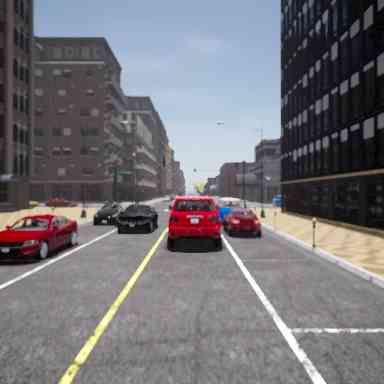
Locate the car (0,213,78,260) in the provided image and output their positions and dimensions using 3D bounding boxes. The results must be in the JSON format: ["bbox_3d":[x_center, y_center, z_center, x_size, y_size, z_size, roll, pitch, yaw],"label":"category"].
[{"bbox_3d":[-5.685,1.534,12.391,1.887,1.381,4.507,0,0,0],"label":"car"}]

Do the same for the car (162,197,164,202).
[{"bbox_3d":[-5.676,1.511,73.898,1.752,1.417,4.829,0,0,0],"label":"car"}]

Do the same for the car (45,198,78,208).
[{"bbox_3d":[-17.458,1.499,44.556,4.206,1.307,1.802,0,0,0],"label":"car"}]

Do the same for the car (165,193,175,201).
[{"bbox_3d":[-5.673,1.309,85.147,2.192,1.841,5.009,0,0,0],"label":"car"}]

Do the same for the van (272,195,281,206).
[{"bbox_3d":[14.908,1.384,53.011,3.998,1.788,1.690,0,0,0],"label":"van"}]

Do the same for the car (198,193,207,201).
[{"bbox_3d":[2.707,1.309,85.146,2.192,1.841,5.009,0,0,0],"label":"car"}]

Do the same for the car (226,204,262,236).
[{"bbox_3d":[2.664,1.568,18.053,1.802,1.307,4.206,0,0,0],"label":"car"}]

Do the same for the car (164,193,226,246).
[{"bbox_3d":[0.102,1.207,15.268,2.150,2.045,5.566,0,0,0],"label":"car"}]

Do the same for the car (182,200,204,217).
[{"bbox_3d":[0.107,1.526,32.754,2.033,1.411,5.357,0,0,0],"label":"car"}]

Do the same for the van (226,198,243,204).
[{"bbox_3d":[2.665,1.323,23.742,1.690,1.788,3.998,0,0,0],"label":"van"}]

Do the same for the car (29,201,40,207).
[{"bbox_3d":[-22.951,1.432,44.544,4.829,1.417,1.752,0,0,0],"label":"car"}]

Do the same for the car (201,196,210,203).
[{"bbox_3d":[2.704,1.508,68.699,1.752,1.417,4.829,0,0,0],"label":"car"}]

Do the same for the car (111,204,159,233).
[{"bbox_3d":[-3.092,1.462,19.683,1.882,1.535,5.008,0,0,0],"label":"car"}]

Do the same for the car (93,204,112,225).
[{"bbox_3d":[-5.683,1.548,23.769,1.947,1.339,4.313,0,0,0],"label":"car"}]
